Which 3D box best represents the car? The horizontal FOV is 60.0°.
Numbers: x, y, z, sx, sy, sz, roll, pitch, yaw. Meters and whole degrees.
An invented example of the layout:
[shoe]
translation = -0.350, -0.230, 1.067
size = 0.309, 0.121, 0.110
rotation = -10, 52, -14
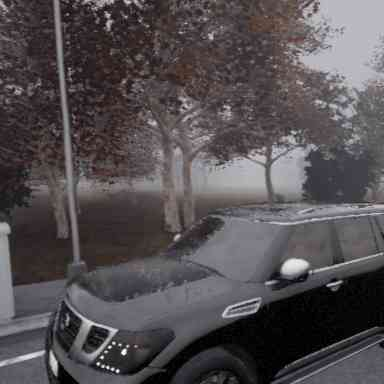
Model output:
[car]
translation = 1.073, 1.185, 4.511
size = 5.566, 2.045, 2.150
rotation = 0, 1, -32
